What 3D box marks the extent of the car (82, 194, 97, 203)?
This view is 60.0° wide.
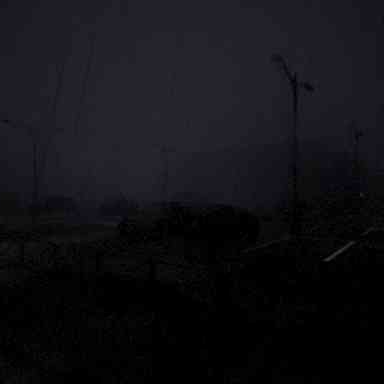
[{"bbox_3d":[-17.335,1.114,58.827,1.970,1.475,3.806,0,0,35],"label":"car"}]

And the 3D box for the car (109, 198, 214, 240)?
[{"bbox_3d":[-1.269,1.305,16.362,2.152,1.636,5.027,0,0,35],"label":"car"}]

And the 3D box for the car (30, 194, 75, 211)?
[{"bbox_3d":[-14.691,1.219,35.238,2.007,1.523,4.514,0,0,35],"label":"car"}]

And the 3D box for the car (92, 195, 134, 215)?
[{"bbox_3d":[-6.542,1.265,29.454,1.845,1.501,3.633,0,0,35],"label":"car"}]

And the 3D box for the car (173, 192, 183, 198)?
[{"bbox_3d":[-1.435,1.006,48.037,1.905,1.878,3.866,0,0,35],"label":"car"}]

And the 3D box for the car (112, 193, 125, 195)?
[{"bbox_3d":[-11.900,1.051,55.399,2.152,1.636,5.027,0,0,35],"label":"car"}]

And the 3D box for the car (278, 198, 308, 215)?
[{"bbox_3d":[9.591,1.359,31.544,1.970,1.475,3.806,0,0,35],"label":"car"}]

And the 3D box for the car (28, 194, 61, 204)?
[{"bbox_3d":[-24.387,1.171,55.169,2.007,1.523,4.514,0,0,35],"label":"car"}]

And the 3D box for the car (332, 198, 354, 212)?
[{"bbox_3d":[16.298,1.355,35.898,1.845,1.501,3.633,0,0,35],"label":"car"}]

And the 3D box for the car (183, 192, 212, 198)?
[{"bbox_3d":[1.178,1.034,46.703,1.932,1.855,4.605,0,0,35],"label":"car"}]

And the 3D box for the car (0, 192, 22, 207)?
[{"bbox_3d":[-24.469,0.988,42.987,1.932,1.855,4.605,0,0,35],"label":"car"}]

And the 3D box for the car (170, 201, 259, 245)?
[{"bbox_3d":[1.327,1.322,14.600,2.007,1.523,4.514,0,0,35],"label":"car"}]
